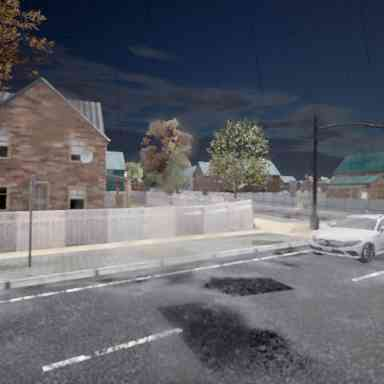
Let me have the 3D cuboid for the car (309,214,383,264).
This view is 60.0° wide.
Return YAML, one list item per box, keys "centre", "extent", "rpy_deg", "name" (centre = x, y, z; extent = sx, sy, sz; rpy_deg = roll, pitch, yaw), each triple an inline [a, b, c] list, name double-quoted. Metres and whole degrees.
- centre: [6.195, 1.532, 11.868]
  extent: [4.674, 1.442, 1.812]
  rpy_deg: [0, 0, -35]
  name: "car"

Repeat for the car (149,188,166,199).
- centre: [-6.366, 0.303, 61.759]
  extent: [2.150, 2.045, 5.566]
  rpy_deg: [1, 1, -21]
  name: "car"
